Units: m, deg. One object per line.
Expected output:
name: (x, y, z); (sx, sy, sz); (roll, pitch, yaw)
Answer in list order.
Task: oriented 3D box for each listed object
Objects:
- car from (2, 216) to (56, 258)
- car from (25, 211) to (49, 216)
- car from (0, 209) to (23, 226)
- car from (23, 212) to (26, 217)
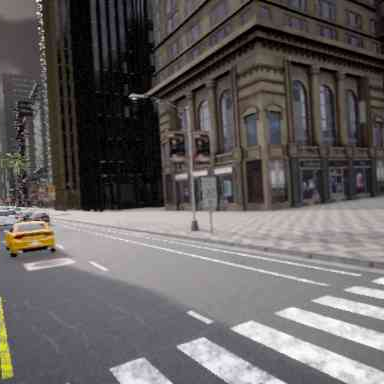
car: (-8.229, 2.233, 16.815); (1.882, 1.535, 5.008); (-4, -1, -32)
car: (-17.142, 3.041, 37.389); (1.837, 1.490, 4.892); (-4, 0, -31)
car: (-19.982, 2.943, 35.875); (2.150, 2.045, 5.566); (-4, 0, -32)
car: (-22.914, 3.500, 46.678); (1.837, 1.490, 4.892); (-4, 0, -32)
